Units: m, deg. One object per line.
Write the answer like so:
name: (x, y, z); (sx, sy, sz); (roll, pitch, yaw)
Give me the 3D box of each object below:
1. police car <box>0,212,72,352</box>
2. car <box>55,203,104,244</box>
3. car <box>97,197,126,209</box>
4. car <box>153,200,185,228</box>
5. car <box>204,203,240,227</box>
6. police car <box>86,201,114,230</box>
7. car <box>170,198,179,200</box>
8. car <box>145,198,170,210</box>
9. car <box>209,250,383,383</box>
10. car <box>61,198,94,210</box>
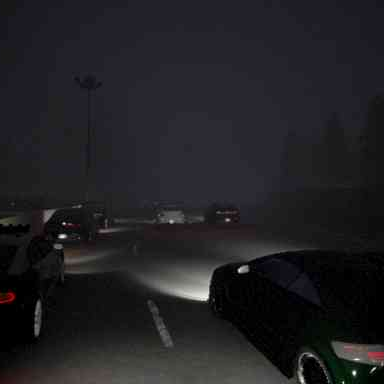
police car: (-3.601, 1.425, 6.259); (1.930, 1.638, 5.238); (0, 0, -14)
car: (-5.488, 1.505, 15.541); (1.837, 1.490, 4.892); (0, 0, -9)
car: (-11.160, 1.493, 46.613); (2.128, 1.511, 4.902); (0, 0, 9)
car: (-1.465, 1.528, 22.108); (1.812, 1.442, 4.674); (0, 0, -6)
car: (1.983, 1.495, 22.952); (2.128, 1.511, 4.902); (0, 0, -5)
police car: (-6.198, 1.426, 21.357); (1.930, 1.638, 5.238); (0, 0, -5)
car: (-2.874, 1.607, 53.089); (1.895, 1.301, 4.718); (0, 0, 14)
car: (-4.661, 1.530, 43.181); (1.812, 1.442, 4.674); (0, 0, 10)
car: (1.723, 1.565, 4.960); (1.994, 1.385, 4.181); (0, 0, -16)
car: (-15.113, 1.548, 44.242); (2.033, 1.411, 5.357); (0, 0, 7)
